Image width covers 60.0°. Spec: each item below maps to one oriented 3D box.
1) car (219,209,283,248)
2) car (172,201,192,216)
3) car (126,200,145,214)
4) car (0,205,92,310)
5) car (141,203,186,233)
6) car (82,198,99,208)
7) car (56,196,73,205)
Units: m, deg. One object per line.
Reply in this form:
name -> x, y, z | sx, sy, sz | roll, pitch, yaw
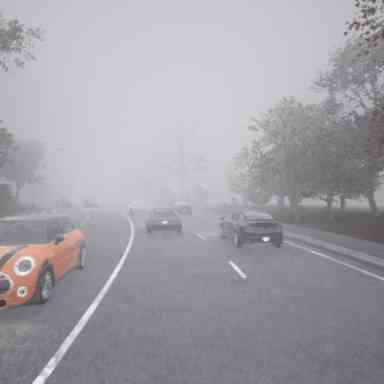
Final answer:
car -> 2.487, 1.525, 14.925 | 1.837, 1.490, 4.892 | 0, 0, -7
car -> -1.326, 1.590, 33.420 | 1.812, 1.442, 4.674 | 0, 0, -16
car -> -6.063, 1.603, 36.956 | 1.812, 1.442, 4.674 | 0, 0, -18
car -> -4.058, 1.377, 8.031 | 2.097, 1.767, 4.553 | 0, 0, -5
car -> -1.806, 1.603, 19.883 | 1.994, 1.385, 4.181 | 0, 0, -10
car -> -15.360, 1.657, 50.103 | 2.033, 1.411, 5.357 | 0, 0, -25
car -> -19.024, 1.461, 49.568 | 2.097, 1.767, 4.553 | 0, 0, -26
